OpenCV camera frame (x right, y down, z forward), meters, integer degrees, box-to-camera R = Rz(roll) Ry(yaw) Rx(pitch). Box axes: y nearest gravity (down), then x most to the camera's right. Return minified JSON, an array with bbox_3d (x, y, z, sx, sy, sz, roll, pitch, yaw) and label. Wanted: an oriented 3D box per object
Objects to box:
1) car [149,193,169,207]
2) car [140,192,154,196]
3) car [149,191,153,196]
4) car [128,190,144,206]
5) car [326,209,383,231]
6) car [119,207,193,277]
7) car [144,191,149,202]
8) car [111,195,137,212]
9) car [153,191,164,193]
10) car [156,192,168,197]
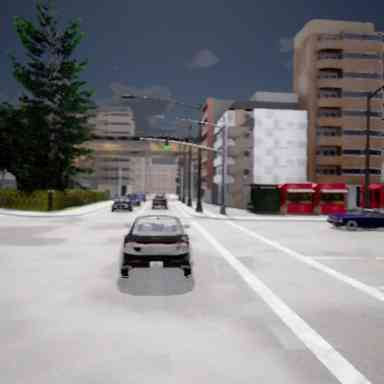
[{"bbox_3d":[-3.924,1.201,40.650,1.837,1.490,4.892,1,0,-5],"label":"car"},{"bbox_3d":[-12.600,0.570,93.133,1.853,1.218,4.536,1,0,19],"label":"car"},{"bbox_3d":[-12.619,0.728,93.085,2.038,1.542,4.974,1,0,19],"label":"car"},{"bbox_3d":[-7.989,0.974,44.786,2.097,1.767,4.553,1,0,-5],"label":"car"},{"bbox_3d":[11.053,1.712,20.986,4.718,1.301,1.895,1,0,-6],"label":"car"},{"bbox_3d":[-1.042,1.434,10.057,2.128,1.511,4.902,1,0,-5],"label":"car"},{"bbox_3d":[-9.361,0.737,59.948,2.150,2.045,5.566,1,0,-5],"label":"car"},{"bbox_3d":[-6.970,1.263,33.743,1.994,1.385,4.181,1,0,-5],"label":"car"},{"bbox_3d":[-8.449,0.781,93.169,2.038,1.542,4.974,1,0,-26],"label":"car"},{"bbox_3d":[-8.469,0.622,93.215,1.853,1.218,4.536,1,0,-26],"label":"car"}]
